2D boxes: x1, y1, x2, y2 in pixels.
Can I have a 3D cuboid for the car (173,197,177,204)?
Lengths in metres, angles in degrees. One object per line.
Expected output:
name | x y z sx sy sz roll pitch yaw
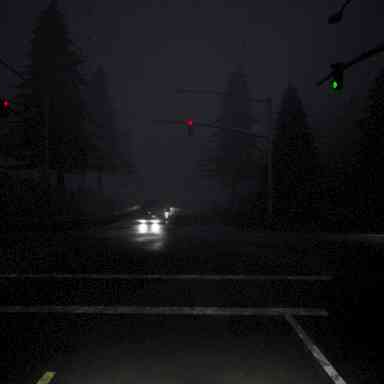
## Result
car | -3.937 1.491 50.429 2.128 1.511 4.902 0 0 -7

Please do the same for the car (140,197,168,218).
car | -3.653 1.491 30.775 2.128 1.511 4.902 0 0 0

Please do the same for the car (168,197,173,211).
car | -3.648 1.478 40.278 1.882 1.535 5.008 0 0 0

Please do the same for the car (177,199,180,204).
car | -4.099 1.564 61.619 1.994 1.385 4.181 0 0 -39
